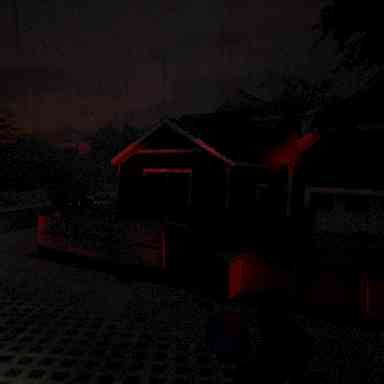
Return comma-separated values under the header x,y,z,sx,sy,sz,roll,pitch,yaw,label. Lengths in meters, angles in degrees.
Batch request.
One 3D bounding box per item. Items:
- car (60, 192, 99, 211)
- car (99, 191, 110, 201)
x,y,z,sx,sy,sz,roll,pitch,yaw,label
-10.833,1.078,31.722,2.097,1.767,4.553,3,1,1,car
-14.287,0.644,52.851,1.812,1.442,4.674,3,1,-3,car
